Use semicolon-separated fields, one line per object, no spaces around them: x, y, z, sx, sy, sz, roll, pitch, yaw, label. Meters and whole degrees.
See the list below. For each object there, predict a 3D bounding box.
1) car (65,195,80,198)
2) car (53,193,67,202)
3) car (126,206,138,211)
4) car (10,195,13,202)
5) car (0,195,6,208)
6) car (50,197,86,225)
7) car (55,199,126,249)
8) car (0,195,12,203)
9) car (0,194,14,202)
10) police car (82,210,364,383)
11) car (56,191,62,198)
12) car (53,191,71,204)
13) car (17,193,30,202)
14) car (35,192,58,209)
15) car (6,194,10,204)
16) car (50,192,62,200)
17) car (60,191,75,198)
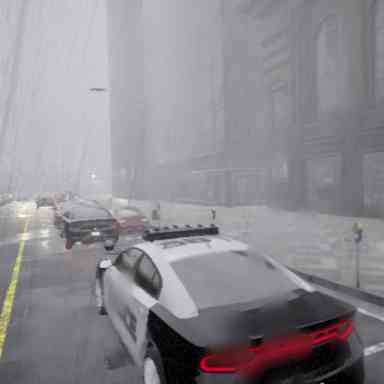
-10.486;1.178;31.075;1.802;1.307;4.206;-2;1;-25;car
-22.499;0.956;56.565;1.947;1.339;4.313;-3;1;-25;car
-3.277;1.312;15.779;1.802;1.307;4.206;-2;2;-25;car
-30.206;1.255;52.932;1.947;1.339;4.313;-3;1;-25;car
-25.329;1.296;42.580;1.752;1.417;4.829;-3;1;-25;car
-6.963;1.283;19.236;1.812;1.442;4.674;-2;1;-25;car
-4.407;1.283;13.808;1.882;1.535;5.008;-2;1;-25;car
-32.609;1.216;58.031;1.947;1.339;4.313;-3;1;-25;car
-35.012;1.163;63.129;2.008;1.369;4.403;-3;1;-25;car
-0.192;1.309;4.861;1.930;1.638;5.238;-2;1;-25;police car
-17.702;0.786;46.362;2.192;1.841;5.009;-3;1;-25;car
-20.105;0.745;51.460;2.192;1.841;5.009;-3;1;-25;car
-31.479;1.038;62.113;1.837;1.490;4.892;-2;1;-25;car
-16.866;1.128;38.231;1.837;1.490;4.892;-2;1;-25;car
-27.803;1.311;47.834;1.802;1.307;4.206;-3;1;-25;car
-27.309;0.753;66.758;1.967;1.590;4.097;-3;1;-25;car
-12.893;0.994;36.169;1.967;1.590;4.097;-2;1;-25;car
